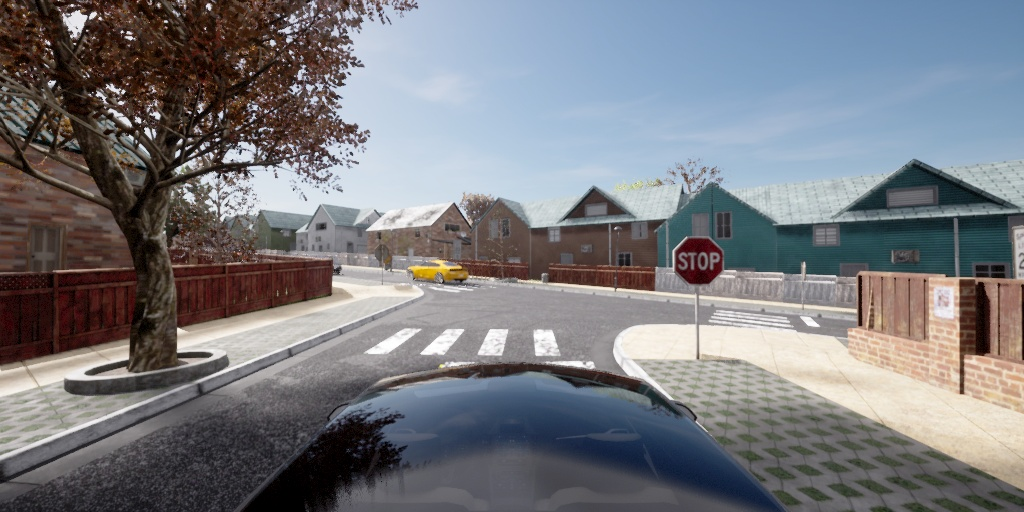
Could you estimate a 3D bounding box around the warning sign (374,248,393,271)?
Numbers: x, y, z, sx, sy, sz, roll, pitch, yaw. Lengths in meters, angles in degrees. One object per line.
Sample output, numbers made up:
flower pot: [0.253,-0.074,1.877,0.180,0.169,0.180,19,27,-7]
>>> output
warning sign: [-11.358,0.447,32.307,1.060,1.860,1.300,0,0,34]

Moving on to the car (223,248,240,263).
car: [-32.937,0.016,40.397,4.674,1.442,1.812,2,0,34]

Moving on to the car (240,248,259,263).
car: [-32.842,-0.143,43.786,4.553,1.767,2.097,2,0,34]

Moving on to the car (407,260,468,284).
car: [-5.274,1.046,24.986,5.008,1.535,1.882,2,0,38]

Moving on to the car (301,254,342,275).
car: [-15.535,0.646,28.666,4.902,1.511,2.128,2,0,34]
